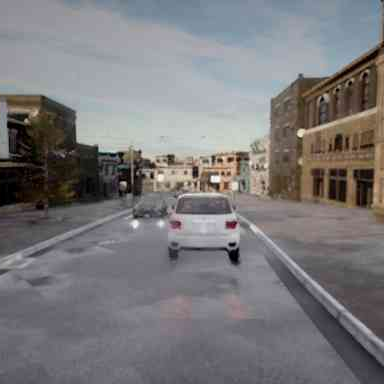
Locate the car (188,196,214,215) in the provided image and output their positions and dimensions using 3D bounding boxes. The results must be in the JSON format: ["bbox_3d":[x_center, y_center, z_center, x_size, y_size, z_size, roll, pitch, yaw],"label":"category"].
[{"bbox_3d":[0.749,1.082,28.814,2.033,1.411,5.357,0,1,0],"label":"car"}]

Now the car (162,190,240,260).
[{"bbox_3d":[0.412,1.029,11.875,2.150,2.045,5.566,0,1,2],"label":"car"}]

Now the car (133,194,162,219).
[{"bbox_3d":[-2.971,0.957,24.281,2.097,1.767,4.553,0,1,0],"label":"car"}]

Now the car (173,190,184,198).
[{"bbox_3d":[-2.649,0.422,65.526,1.837,1.490,4.892,0,1,1],"label":"car"}]
